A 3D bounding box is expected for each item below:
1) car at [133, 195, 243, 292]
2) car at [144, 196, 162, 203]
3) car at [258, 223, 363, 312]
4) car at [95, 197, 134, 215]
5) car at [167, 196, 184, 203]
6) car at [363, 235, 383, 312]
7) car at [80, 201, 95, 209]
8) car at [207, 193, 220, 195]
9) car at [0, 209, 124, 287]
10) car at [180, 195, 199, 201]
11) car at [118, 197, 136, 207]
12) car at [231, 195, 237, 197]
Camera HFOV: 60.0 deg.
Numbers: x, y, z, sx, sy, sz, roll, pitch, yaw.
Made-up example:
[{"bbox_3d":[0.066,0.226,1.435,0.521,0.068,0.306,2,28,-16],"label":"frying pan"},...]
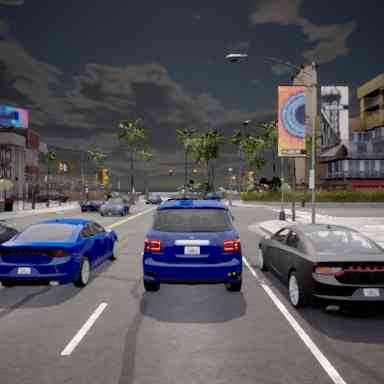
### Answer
[{"bbox_3d":[0.037,1.221,9.104,2.150,2.045,5.566,0,0,1],"label":"car"},{"bbox_3d":[-7.949,1.524,67.831,1.812,1.442,4.674,0,0,18],"label":"car"},{"bbox_3d":[2.891,1.480,7.864,2.097,1.535,5.008,0,0,0],"label":"car"},{"bbox_3d":[-7.134,1.351,31.200,2.097,1.767,4.553,0,0,0],"label":"car"},{"bbox_3d":[-3.412,1.594,69.909,1.895,1.301,4.718,0,0,23],"label":"car"},{"bbox_3d":[3.039,1.354,1.439,2.185,1.767,4.553,0,0,0],"label":"car"},{"bbox_3d":[-10.638,1.600,36.404,1.895,1.301,4.718,0,0,0],"label":"car"},{"bbox_3d":[4.851,1.224,82.445,2.150,2.045,5.566,0,0,43],"label":"car"},{"bbox_3d":[-3.455,1.477,9.356,1.882,1.535,5.008,0,0,0],"label":"car"},{"bbox_3d":[-0.570,1.538,81.466,2.033,1.411,5.357,0,0,36],"label":"car"},{"bbox_3d":[-10.388,1.525,53.326,1.812,1.442,4.674,0,0,4],"label":"car"},{"bbox_3d":[10.904,1.593,91.983,4.718,1.301,1.895,0,0,-37],"label":"car"}]
